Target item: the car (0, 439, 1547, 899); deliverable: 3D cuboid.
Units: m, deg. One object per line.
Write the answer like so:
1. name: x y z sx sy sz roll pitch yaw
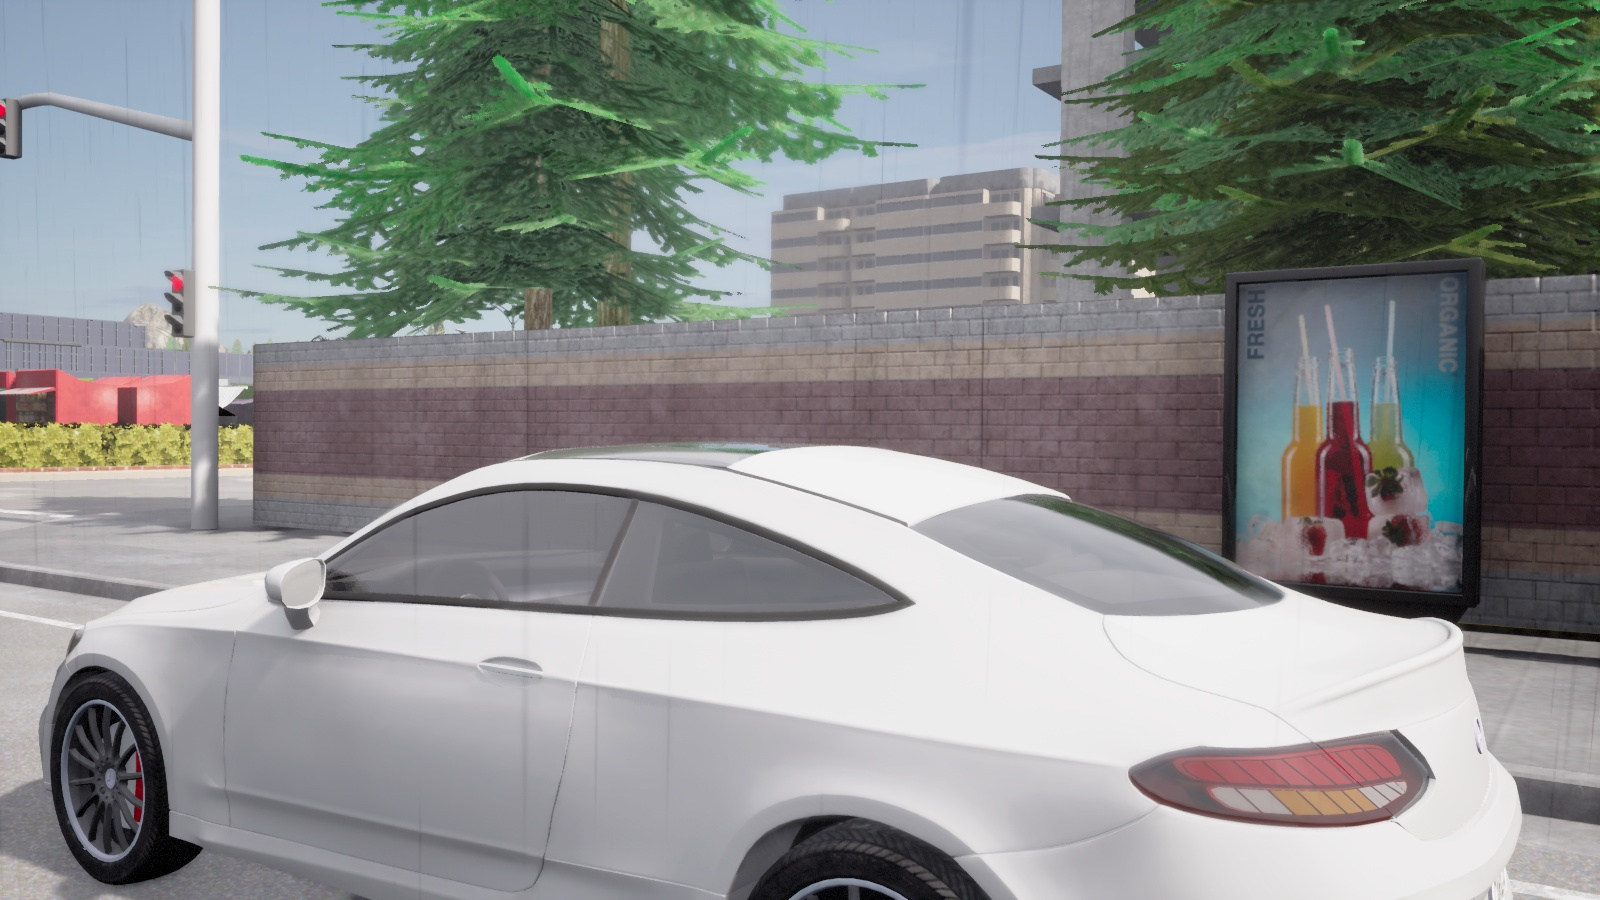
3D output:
1. car: -0.437 0.708 3.913 4.674 1.442 1.812 0 1 33
